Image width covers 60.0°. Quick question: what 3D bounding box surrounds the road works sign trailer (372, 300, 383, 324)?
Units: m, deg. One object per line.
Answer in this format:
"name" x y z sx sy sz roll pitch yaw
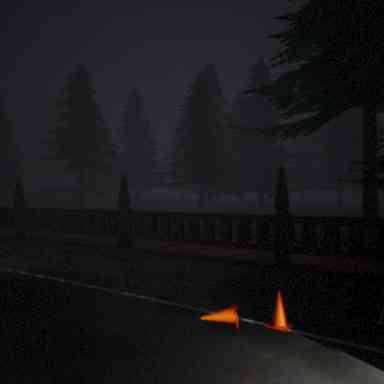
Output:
"road works sign trailer" 4.213 0.442 4.354 2.880 3.560 2.380 0 0 16

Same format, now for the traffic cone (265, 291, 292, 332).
"traffic cone" 1.450 1.949 5.548 0.340 0.580 0.340 0 0 38
